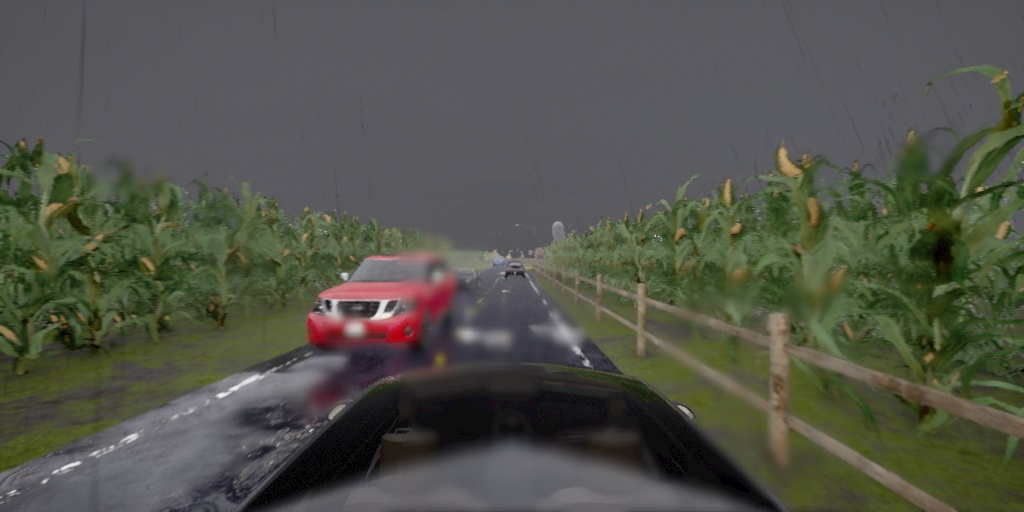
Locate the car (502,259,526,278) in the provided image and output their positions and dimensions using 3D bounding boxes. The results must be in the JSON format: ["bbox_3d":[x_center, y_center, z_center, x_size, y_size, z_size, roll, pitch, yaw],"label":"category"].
[{"bbox_3d":[0.276,1.252,33.593,1.837,1.490,4.892,0,0,0],"label":"car"}]

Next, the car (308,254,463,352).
[{"bbox_3d":[-2.818,0.954,9.217,2.150,2.045,5.566,0,0,0],"label":"car"}]

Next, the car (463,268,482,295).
[{"bbox_3d":[-2.750,1.330,19.571,1.895,1.301,4.718,0,0,1],"label":"car"}]
